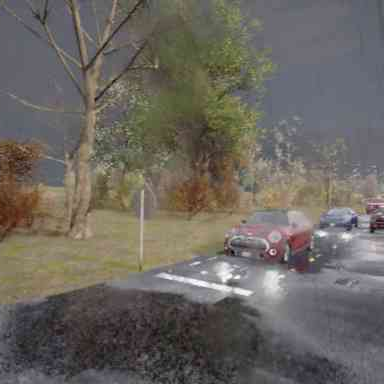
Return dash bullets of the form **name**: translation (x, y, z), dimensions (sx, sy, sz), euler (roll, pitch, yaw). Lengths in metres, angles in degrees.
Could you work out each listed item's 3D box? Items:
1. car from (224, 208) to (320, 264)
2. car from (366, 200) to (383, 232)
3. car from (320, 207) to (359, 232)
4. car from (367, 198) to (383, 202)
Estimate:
- **car**: translation (3.027, 1.435, 12.467), dimensions (2.097, 1.767, 4.553), euler (1, 0, 35)
- **car**: translation (12.912, 1.653, 21.499), dimensions (2.097, 1.767, 4.553), euler (1, 0, 35)
- **car**: translation (10.044, 1.770, 22.544), dimensions (1.812, 1.442, 4.674), euler (1, 0, 35)
- **car**: translation (22.921, 1.734, 40.837), dimensions (2.150, 2.045, 5.566), euler (1, 0, 35)
